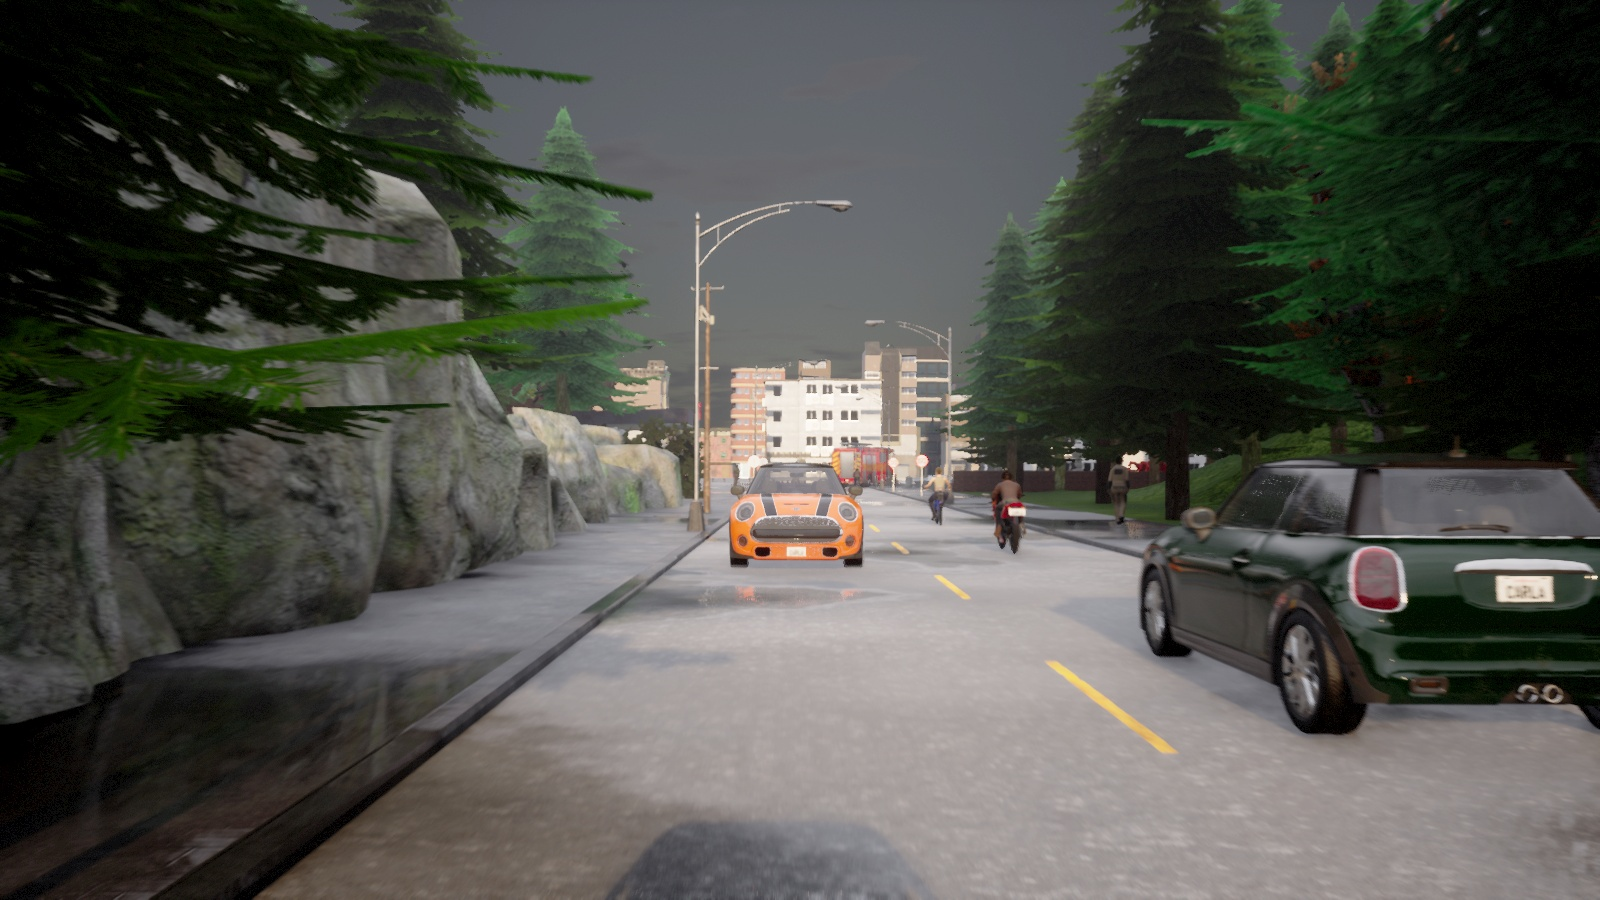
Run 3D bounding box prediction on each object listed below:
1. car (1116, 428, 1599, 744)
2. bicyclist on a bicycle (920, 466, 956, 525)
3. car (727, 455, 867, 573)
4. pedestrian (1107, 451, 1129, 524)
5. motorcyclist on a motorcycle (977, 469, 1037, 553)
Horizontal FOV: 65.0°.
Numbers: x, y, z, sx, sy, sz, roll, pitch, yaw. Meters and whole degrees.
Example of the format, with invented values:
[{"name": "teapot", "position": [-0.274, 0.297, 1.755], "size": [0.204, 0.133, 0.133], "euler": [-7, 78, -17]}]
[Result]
[{"name": "car", "position": [3.977, 0.796, 9.330], "size": [2.097, 1.767, 4.553], "euler": [0, -1, 0]}, {"name": "bicyclist on a bicycle", "position": [3.911, 1.275, 35.665], "size": [0.866, 1.612, 1.509], "euler": [0, -1, 0]}, {"name": "car", "position": [-0.051, 0.993, 21.184], "size": [2.097, 1.767, 4.553], "euler": [0, -1, 0]}, {"name": "pedestrian", "position": [8.585, 1.003, 33.900], "size": [0.396, 1.930, 0.692], "euler": [-1, -1, 27]}, {"name": "motorcyclist on a motorcycle", "position": [3.943, 1.143, 24.036], "size": [0.797, 1.523, 2.044], "euler": [0, -1, 0]}]
